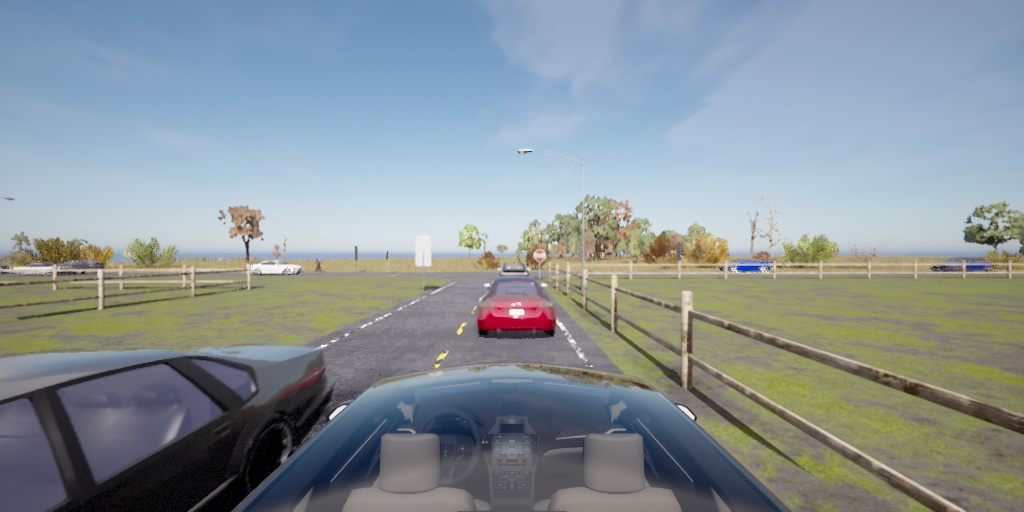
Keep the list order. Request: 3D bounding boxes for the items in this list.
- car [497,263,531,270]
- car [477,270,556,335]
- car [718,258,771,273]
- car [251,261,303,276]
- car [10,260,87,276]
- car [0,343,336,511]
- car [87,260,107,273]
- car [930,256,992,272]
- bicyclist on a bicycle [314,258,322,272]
[{"bbox_3d":[0.129,1.141,21.739,2.128,1.511,4.902,0,0,0],"label":"car"},{"bbox_3d":[0.111,1.270,10.387,1.994,1.385,4.181,0,0,0],"label":"car"},{"bbox_3d":[24.508,0.983,37.955,5.008,1.535,1.882,0,0,1],"label":"car"},{"bbox_3d":[-23.212,1.167,35.457,4.674,1.442,1.812,0,0,1],"label":"car"},{"bbox_3d":[-46.095,1.309,35.720,4.718,1.301,1.895,0,0,1],"label":"car"},{"bbox_3d":[-2.850,1.298,1.583,2.033,1.411,5.357,0,0,0],"label":"car"},{"bbox_3d":[-46.715,1.186,38.576,4.902,1.511,2.128,0,0,1],"label":"car"},{"bbox_3d":[47.090,0.837,37.662,4.553,1.767,2.097,0,0,1],"label":"car"},{"bbox_3d":[-22.452,1.061,41.422,0.582,1.620,1.656,0,0,1],"label":"bicyclist on a bicycle"}]
